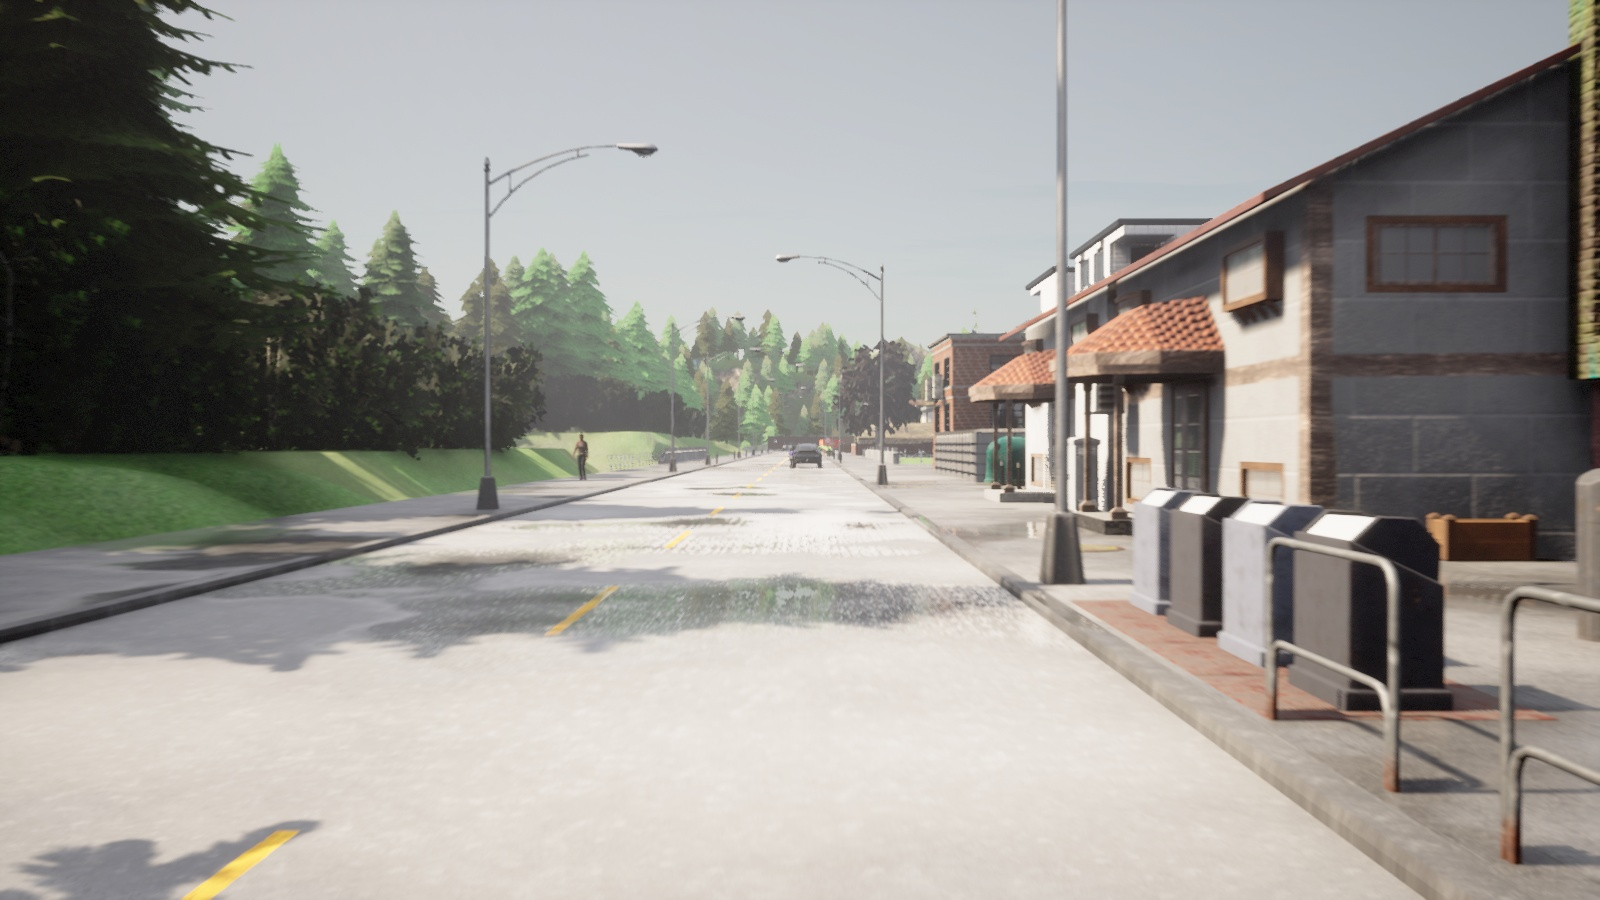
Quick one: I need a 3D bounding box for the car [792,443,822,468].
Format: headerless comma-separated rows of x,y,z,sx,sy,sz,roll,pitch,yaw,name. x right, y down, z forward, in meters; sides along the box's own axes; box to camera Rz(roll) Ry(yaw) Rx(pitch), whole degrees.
0.433,0.341,78.931,1.837,1.490,4.892,0,0,0,car

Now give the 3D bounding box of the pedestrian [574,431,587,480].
-8.247,0.206,47.192,0.328,1.805,0.869,0,0,0,pedestrian
